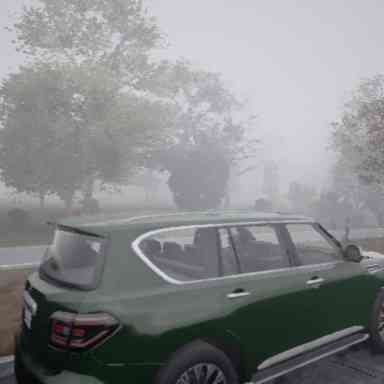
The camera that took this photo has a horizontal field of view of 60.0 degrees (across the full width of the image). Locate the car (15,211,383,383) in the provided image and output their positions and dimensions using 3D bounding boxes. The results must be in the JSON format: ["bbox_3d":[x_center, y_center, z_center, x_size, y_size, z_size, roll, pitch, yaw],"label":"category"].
[{"bbox_3d":[0.724,1.262,4.548,5.566,2.045,2.435,0,-3,-34],"label":"car"}]
